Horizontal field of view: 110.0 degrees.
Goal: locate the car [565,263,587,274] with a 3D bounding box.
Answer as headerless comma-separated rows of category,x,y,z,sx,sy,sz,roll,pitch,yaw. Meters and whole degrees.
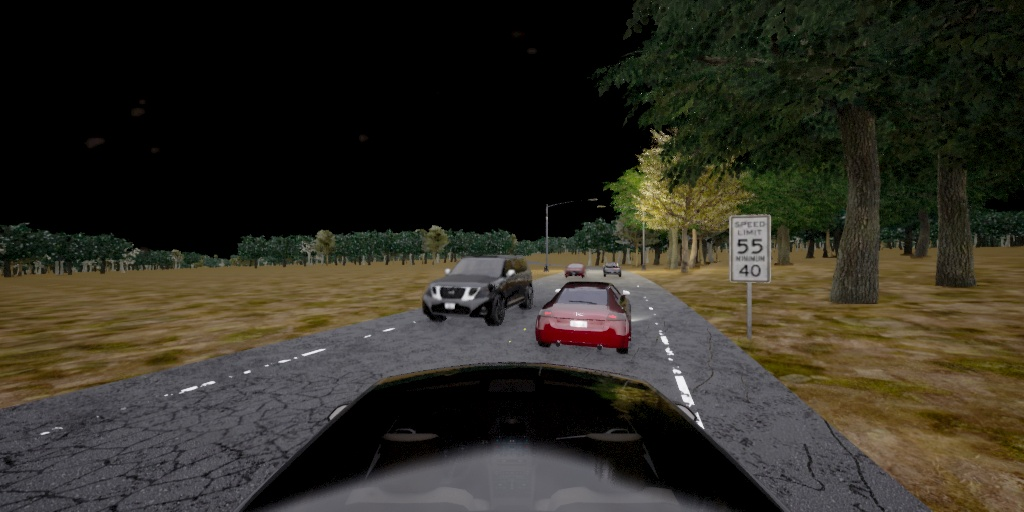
car,6.543,1.463,36.649,1.882,1.535,5.008,0,-1,16

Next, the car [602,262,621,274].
car,11.093,1.519,39.657,2.128,1.511,4.902,0,-1,15

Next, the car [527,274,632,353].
car,1.960,1.326,9.031,1.994,1.385,4.181,0,0,18

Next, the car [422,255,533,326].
car,-0.818,0.985,12.248,2.150,2.045,5.566,0,0,18

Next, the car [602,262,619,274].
car,13.612,1.629,49.765,2.128,1.511,4.902,0,-1,14
